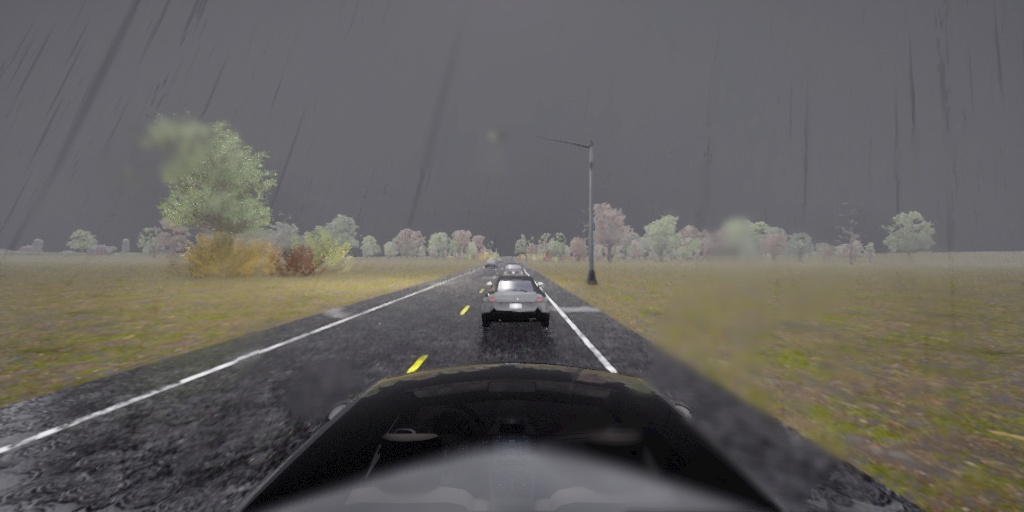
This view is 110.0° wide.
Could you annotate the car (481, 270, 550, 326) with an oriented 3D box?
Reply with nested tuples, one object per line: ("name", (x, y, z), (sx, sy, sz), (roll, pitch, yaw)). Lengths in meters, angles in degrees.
("car", (0.103, 1.327, 11.713), (1.994, 1.385, 4.181), (0, 0, 0))

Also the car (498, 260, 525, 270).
("car", (0.108, 1.333, 29.826), (2.033, 1.411, 5.357), (0, 0, 0))

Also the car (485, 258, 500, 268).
("car", (-3.521, 1.300, 60.996), (1.882, 1.535, 5.008), (0, 0, 1))
